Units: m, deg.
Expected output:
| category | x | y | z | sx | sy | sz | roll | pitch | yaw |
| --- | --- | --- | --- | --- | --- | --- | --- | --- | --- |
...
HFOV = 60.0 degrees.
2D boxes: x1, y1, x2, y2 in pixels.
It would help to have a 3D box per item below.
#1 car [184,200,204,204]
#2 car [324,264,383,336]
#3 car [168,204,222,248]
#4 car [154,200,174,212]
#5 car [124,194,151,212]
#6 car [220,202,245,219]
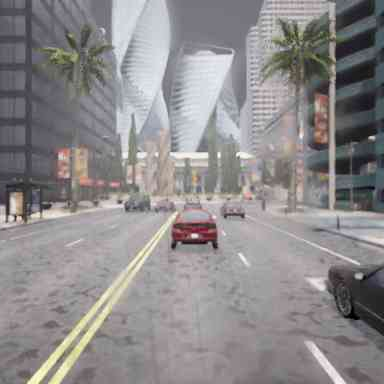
| category | x | y | z | sx | sy | sz | roll | pitch | yaw |
| --- | --- | --- | --- | --- | --- | --- | --- | --- | --- |
| car | 0.209 | 1.551 | 35.239 | 2.128 | 1.511 | 4.902 | 0 | 0 | 3 |
| car | 3.600 | 1.555 | 4.301 | 2.033 | 1.411 | 5.357 | 0 | 0 | 0 |
| car | 0.099 | 1.503 | 14.979 | 1.882 | 1.535 | 5.008 | 0 | 0 | 0 |
| car | -3.122 | 1.630 | 39.074 | 1.994 | 1.385 | 4.181 | 0 | 0 | 5 |
| car | -6.538 | 1.290 | 40.556 | 2.150 | 2.045 | 5.566 | 0 | 0 | 6 |
| car | 3.601 | 1.599 | 30.138 | 2.033 | 1.411 | 5.357 | 0 | 0 | 0 |
